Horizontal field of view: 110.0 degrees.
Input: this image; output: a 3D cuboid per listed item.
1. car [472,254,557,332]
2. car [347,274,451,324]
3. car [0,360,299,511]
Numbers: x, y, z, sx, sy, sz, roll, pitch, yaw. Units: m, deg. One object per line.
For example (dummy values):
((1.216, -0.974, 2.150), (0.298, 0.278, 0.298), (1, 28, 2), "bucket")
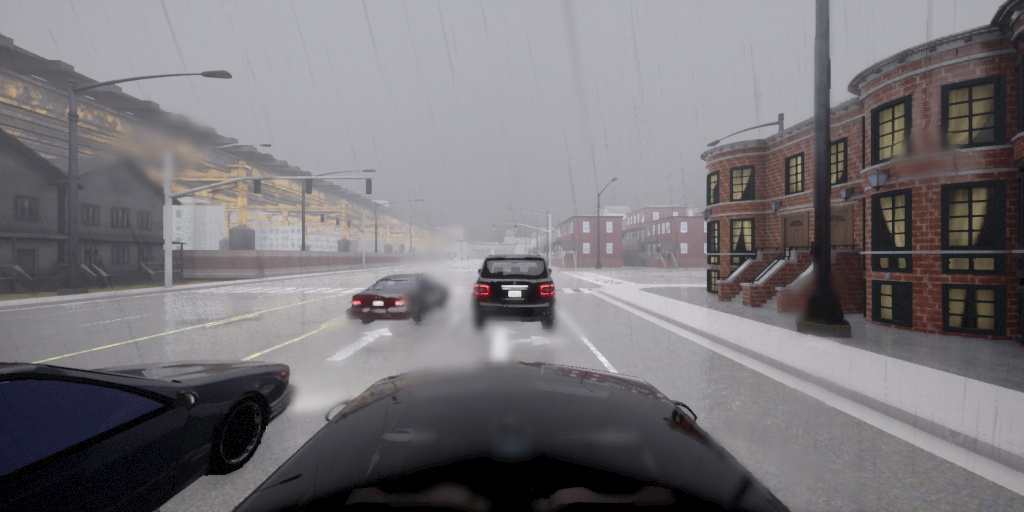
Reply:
((0.083, 0.972, 11.046), (2.150, 2.045, 5.566), (0, 0, 0), "car")
((-3.439, 1.298, 11.976), (2.033, 1.411, 5.357), (0, 0, 2), "car")
((-3.388, 1.298, 1.695), (2.033, 1.411, 5.357), (0, 0, -1), "car")
